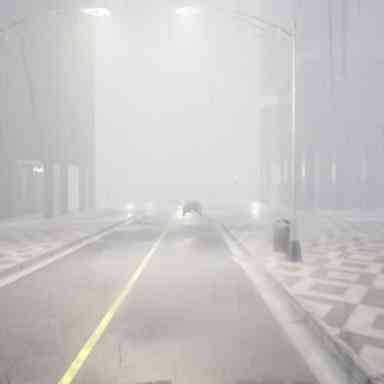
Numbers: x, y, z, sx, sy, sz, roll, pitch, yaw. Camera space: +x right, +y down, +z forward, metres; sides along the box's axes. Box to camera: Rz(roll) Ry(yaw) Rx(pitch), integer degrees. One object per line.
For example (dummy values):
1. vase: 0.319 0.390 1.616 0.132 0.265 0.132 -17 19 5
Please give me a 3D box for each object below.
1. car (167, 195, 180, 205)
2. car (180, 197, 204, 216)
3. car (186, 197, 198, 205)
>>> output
1. car: -3.051 1.341 57.266 2.097 1.767 4.553 0 0 1
2. car: 0.058 1.497 32.514 1.837 1.490 4.892 0 0 0
3. car: -0.005 1.556 60.271 1.994 1.385 4.181 0 0 0
